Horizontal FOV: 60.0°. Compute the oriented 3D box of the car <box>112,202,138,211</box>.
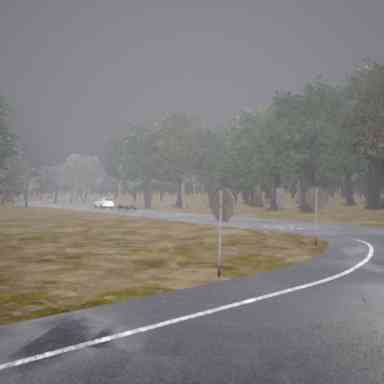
[{"bbox_3d":[-10.231,2.230,51.794,1.895,1.301,4.718,2,-2,-34],"label":"car"}]

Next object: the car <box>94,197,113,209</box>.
[{"bbox_3d":[-15.941,2.015,60.095,2.150,2.045,5.566,2,-2,-34],"label":"car"}]
